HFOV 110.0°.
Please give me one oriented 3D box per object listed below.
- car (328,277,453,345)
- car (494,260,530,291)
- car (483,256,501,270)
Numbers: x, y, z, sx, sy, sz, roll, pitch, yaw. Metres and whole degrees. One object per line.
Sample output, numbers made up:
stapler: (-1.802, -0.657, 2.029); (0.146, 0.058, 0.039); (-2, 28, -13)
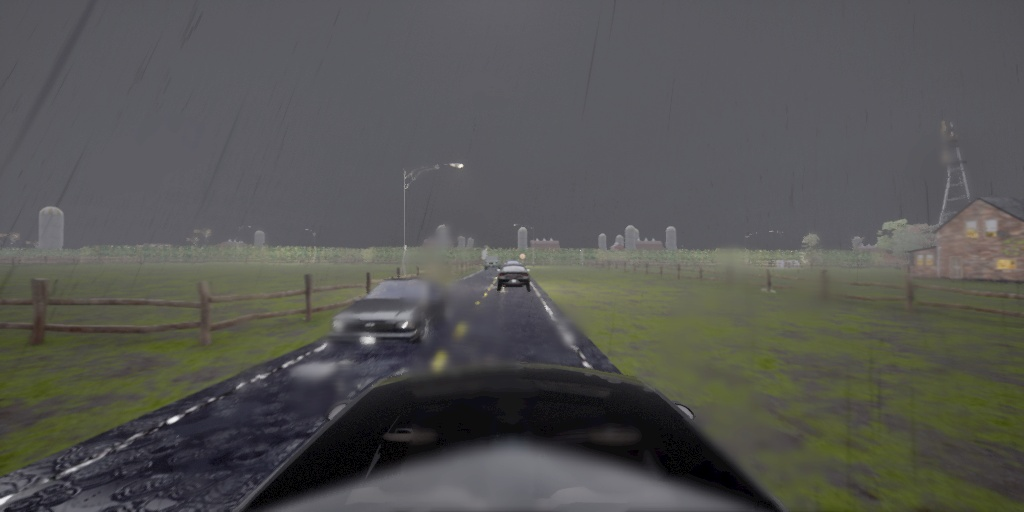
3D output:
car: (-2.849, 1.298, 9.813); (2.033, 1.411, 5.357); (0, 0, 0)
car: (0.101, 1.227, 22.138); (1.882, 1.535, 5.008); (0, 0, 0)
car: (-2.826, 0.957, 51.574); (2.150, 2.045, 5.566); (0, 0, 0)
